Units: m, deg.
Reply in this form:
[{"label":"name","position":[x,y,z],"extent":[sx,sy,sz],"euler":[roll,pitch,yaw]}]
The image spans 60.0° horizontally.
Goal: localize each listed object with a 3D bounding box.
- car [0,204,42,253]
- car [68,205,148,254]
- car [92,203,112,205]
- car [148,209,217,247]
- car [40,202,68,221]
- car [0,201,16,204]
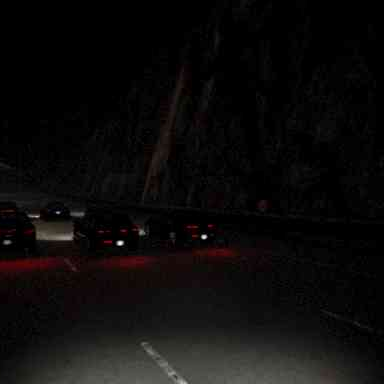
[{"label":"car","position":[-7.304,1.491,13.177],"extent":[1.882,1.535,5.008],"euler":[0,0,-29]},{"label":"car","position":[-3.712,1.537,13.919],"extent":[1.837,1.490,4.892],"euler":[0,0,-29]},{"label":"car","position":[-7.724,1.576,28.104],"extent":[1.895,1.301,4.718],"euler":[0,0,-29]},{"label":"car","position":[-0.671,1.552,15.650],"extent":[1.837,1.490,4.892],"euler":[0,0,-29]},{"label":"car","position":[-11.174,1.519,27.109],"extent":[1.994,1.385,4.181],"euler":[0,1,-29]},{"label":"car","position":[-14.130,1.447,25.223],"extent":[1.837,1.490,4.892],"euler":[0,1,-29]}]
